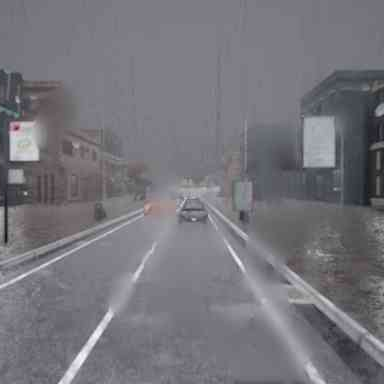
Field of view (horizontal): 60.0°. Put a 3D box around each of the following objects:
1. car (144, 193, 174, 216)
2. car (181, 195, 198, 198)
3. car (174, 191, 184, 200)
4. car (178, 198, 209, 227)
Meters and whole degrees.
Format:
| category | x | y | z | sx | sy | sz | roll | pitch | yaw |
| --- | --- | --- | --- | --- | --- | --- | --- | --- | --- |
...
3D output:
| category | x | y | z | sx | sy | sz | roll | pitch | yaw |
| --- | --- | --- | --- | --- | --- | --- | --- | --- | --- |
| car | -3.089 | 1.222 | 30.352 | 2.097 | 1.767 | 4.553 | 0 | 0 | 0 |
| car | 0.107 | 1.276 | 40.790 | 2.128 | 1.511 | 4.902 | 0 | 0 | 0 |
| car | -2.989 | 0.778 | 70.729 | 2.150 | 2.045 | 5.566 | 0 | 0 | 0 |
| car | 0.104 | 1.419 | 22.483 | 2.128 | 1.511 | 4.902 | 0 | 0 | 0 |
